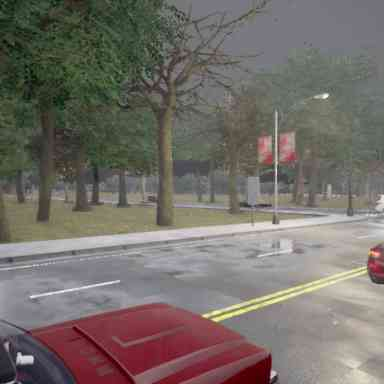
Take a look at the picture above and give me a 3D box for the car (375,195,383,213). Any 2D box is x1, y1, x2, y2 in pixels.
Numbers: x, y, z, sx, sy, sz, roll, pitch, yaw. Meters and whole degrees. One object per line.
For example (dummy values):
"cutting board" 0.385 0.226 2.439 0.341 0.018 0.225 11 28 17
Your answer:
"car" 19.249 1.231 29.147 5.566 2.045 2.150 0 0 41

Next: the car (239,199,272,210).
"car" 7.861 1.580 42.214 1.895 1.301 4.718 0 0 -38

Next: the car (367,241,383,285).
"car" 6.072 1.527 8.284 4.674 1.442 1.812 0 0 -38

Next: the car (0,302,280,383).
"car" -1.505 1.601 2.287 4.718 1.301 1.895 0 0 -38

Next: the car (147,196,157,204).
"car" -6.846 1.469 60.946 1.837 1.490 4.892 0 0 -38
